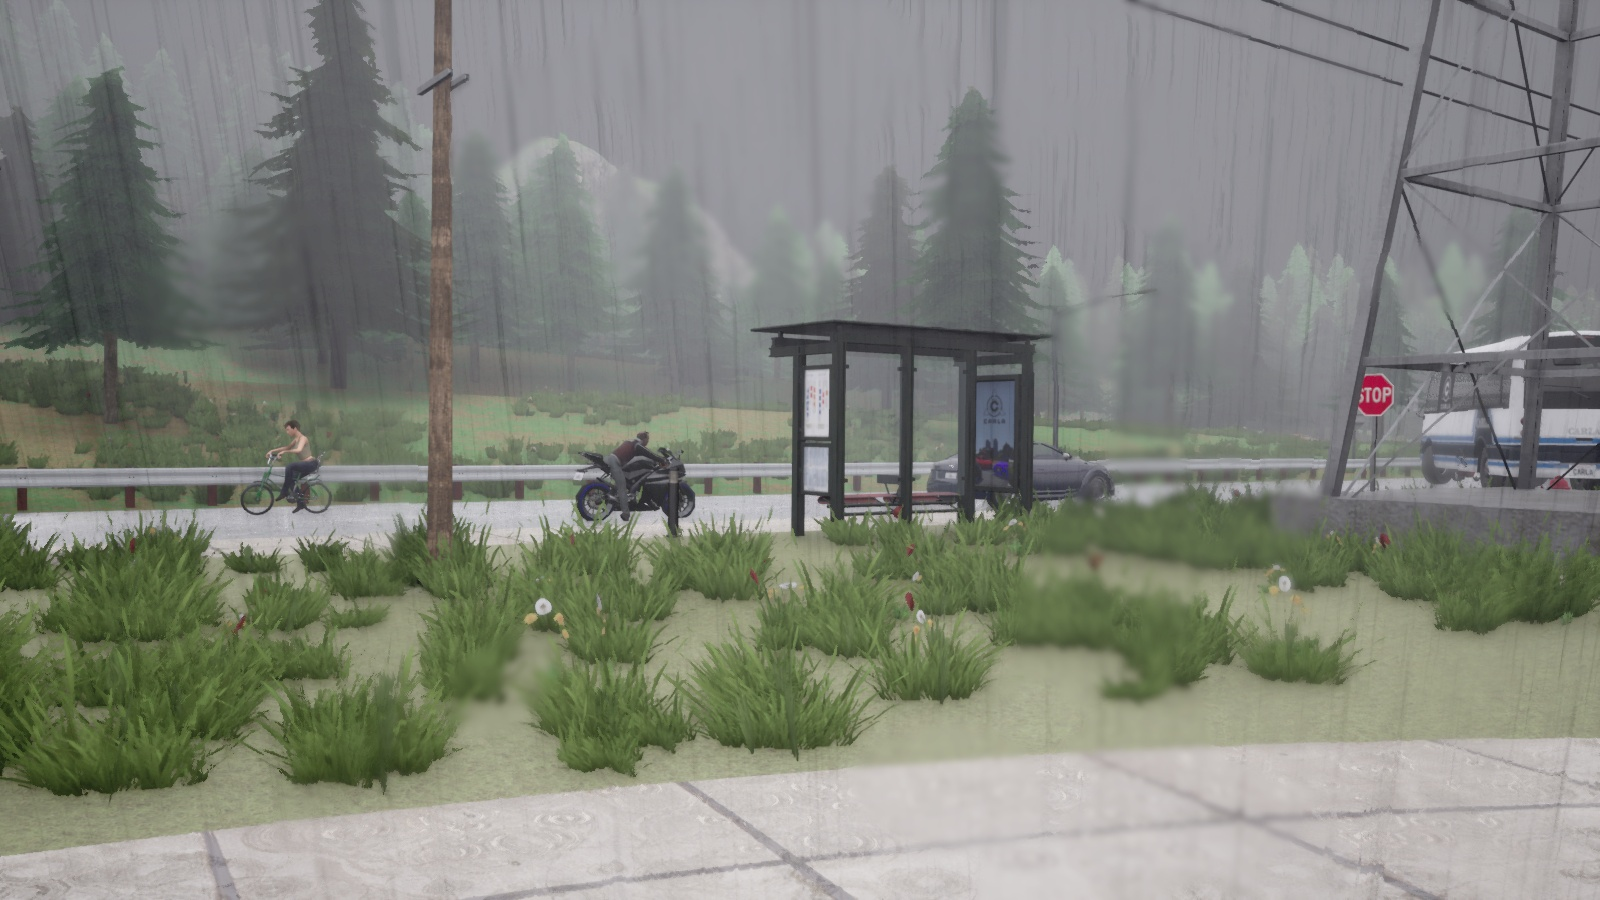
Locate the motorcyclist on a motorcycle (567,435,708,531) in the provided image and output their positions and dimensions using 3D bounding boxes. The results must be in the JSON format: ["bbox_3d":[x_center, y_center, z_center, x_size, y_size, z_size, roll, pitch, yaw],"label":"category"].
[{"bbox_3d":[-2.729,0.518,21.208,2.191,1.530,0.866,-1,1,-35],"label":"motorcyclist on a motorcycle"}]

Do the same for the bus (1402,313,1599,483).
[{"bbox_3d":[20.869,-1.400,36.621,3.944,4.253,10.273,0,1,14],"label":"bus"}]

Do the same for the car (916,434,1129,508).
[{"bbox_3d":[4.695,0.383,26.325,4.181,1.385,1.994,-1,1,-34],"label":"car"}]

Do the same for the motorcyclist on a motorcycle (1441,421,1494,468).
[{"bbox_3d":[22.955,-0.199,43.160,1.817,1.590,0.866,-1,1,-35],"label":"motorcyclist on a motorcycle"}]

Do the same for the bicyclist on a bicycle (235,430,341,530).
[{"bbox_3d":[-8.697,0.481,21.338,1.509,1.612,0.866,-1,1,-34],"label":"bicyclist on a bicycle"}]
